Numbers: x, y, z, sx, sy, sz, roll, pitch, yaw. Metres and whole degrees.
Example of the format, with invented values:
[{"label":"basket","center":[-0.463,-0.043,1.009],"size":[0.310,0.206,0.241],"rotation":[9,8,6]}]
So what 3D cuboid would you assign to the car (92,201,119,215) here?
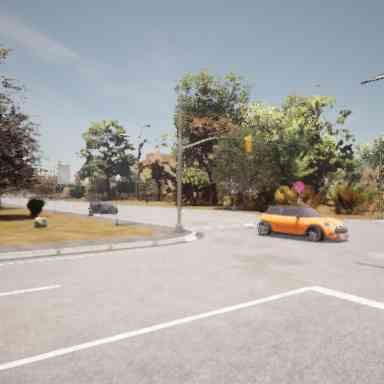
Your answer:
[{"label":"car","center":[-9.693,1.709,36.698],"size":[1.994,1.385,4.181],"rotation":[1,0,-39]}]

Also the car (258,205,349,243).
[{"label":"car","center":[5.731,1.525,17.462],"size":[2.097,1.767,4.553],"rotation":[1,-1,-39]}]
